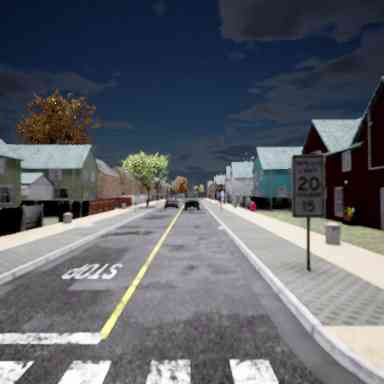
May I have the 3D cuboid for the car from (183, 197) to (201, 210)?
[{"bbox_3d":[0.015,1.426,40.697,1.837,1.490,4.892,0,0,0],"label":"car"}]

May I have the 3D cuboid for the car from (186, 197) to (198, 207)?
[{"bbox_3d":[0.023,1.464,51.273,1.812,1.442,4.674,0,0,0],"label":"car"}]

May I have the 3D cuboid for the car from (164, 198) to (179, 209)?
[{"bbox_3d":[-2.731,1.488,45.286,2.033,1.411,5.357,0,0,0],"label":"car"}]
